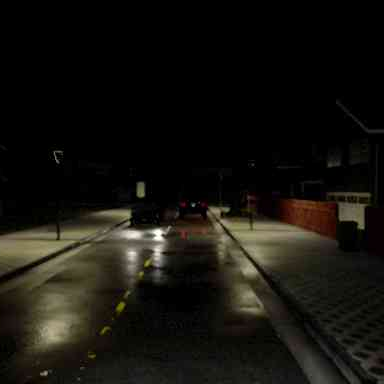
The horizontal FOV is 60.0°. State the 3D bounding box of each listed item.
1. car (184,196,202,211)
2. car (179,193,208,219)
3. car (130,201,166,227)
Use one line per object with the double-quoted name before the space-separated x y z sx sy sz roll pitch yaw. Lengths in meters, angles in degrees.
"car" 0.108 1.301 38.041 1.837 1.490 4.892 0 0 0
"car" 0.104 1.080 27.396 2.150 2.045 5.566 0 0 0
"car" -2.842 1.365 22.190 1.882 1.535 5.008 0 0 0
